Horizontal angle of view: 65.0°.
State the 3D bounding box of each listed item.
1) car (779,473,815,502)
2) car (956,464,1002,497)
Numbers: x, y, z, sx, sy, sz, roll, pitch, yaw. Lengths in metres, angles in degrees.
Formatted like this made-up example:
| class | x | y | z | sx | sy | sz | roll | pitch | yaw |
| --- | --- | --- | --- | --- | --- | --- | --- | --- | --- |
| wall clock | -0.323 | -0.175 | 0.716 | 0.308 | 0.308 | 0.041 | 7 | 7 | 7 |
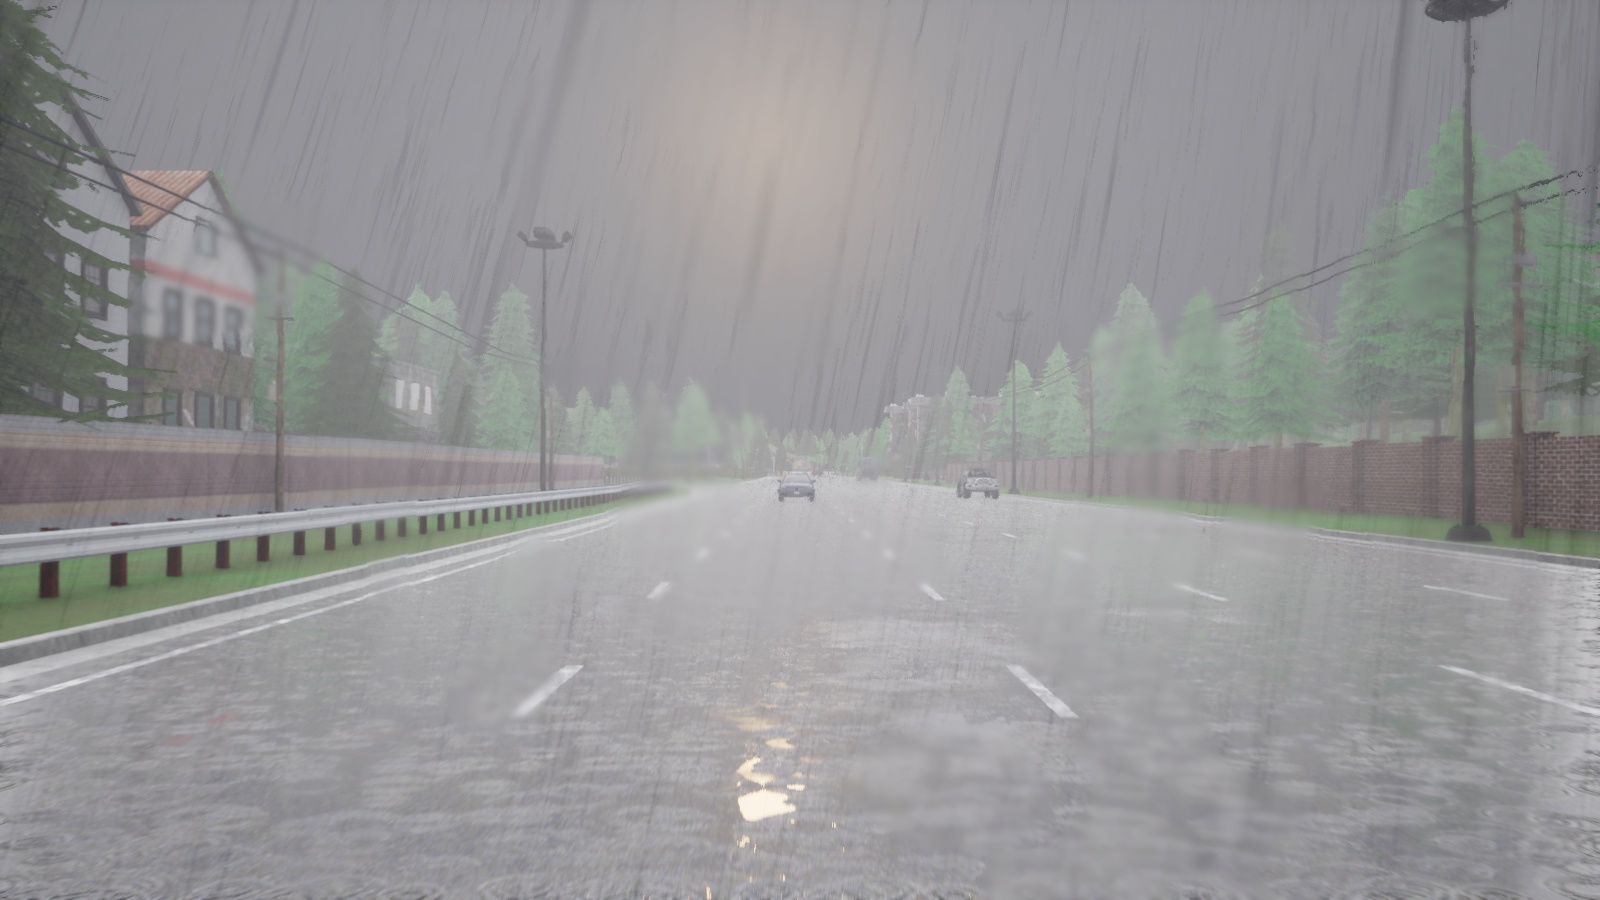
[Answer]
| class | x | y | z | sx | sy | sz | roll | pitch | yaw |
| --- | --- | --- | --- | --- | --- | --- | --- | --- | --- |
| car | -0.155 | 1.924 | 64.721 | 1.812 | 1.442 | 4.674 | 0 | -1 | 0 |
| car | 10.325 | 1.812 | 72.733 | 1.932 | 1.855 | 4.605 | 0 | -2 | 0 |
